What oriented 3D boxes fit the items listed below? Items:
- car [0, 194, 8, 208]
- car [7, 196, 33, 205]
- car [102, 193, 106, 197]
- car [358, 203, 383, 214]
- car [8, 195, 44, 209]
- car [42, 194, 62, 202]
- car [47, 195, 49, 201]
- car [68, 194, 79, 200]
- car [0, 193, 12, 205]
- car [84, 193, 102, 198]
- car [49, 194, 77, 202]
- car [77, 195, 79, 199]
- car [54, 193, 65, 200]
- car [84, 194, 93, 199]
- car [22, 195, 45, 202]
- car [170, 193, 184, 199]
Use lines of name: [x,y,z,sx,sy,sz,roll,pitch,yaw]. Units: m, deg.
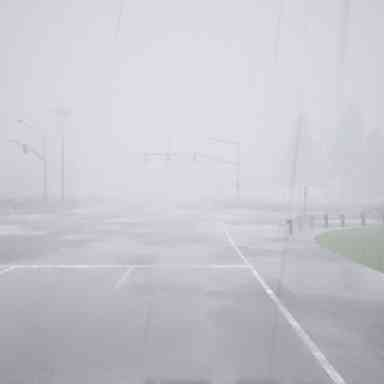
car: [-24.659,1.376,44.043,2.033,1.411,5.357,0,0,0]
car: [-28.127,1.346,54.603,1.994,1.385,4.181,0,0,2]
car: [-24.536,1.100,90.980,1.882,1.535,5.008,0,0,-18]
car: [17.374,1.386,29.274,4.902,1.511,2.128,0,0,8]
car: [-21.154,1.360,42.721,1.812,1.442,4.674,0,0,0]
car: [-28.090,1.228,66.892,1.837,1.490,4.892,0,0,0]
car: [-24.650,1.386,53.984,1.895,1.301,4.718,0,0,0]
car: [-29.824,1.206,83.970,1.994,1.385,4.181,0,0,-10]
car: [-31.635,1.136,54.329,2.097,1.767,4.553,0,0,0]
car: [-21.122,1.070,69.887,2.097,1.767,4.553,0,0,0]
car: [-21.155,1.284,54.636,1.837,1.490,4.892,0,1,0]
car: [-24.588,1.282,66.714,1.994,1.385,4.181,0,0,0]
car: [-33.393,1.129,83.827,1.882,1.535,5.008,0,0,-14]
car: [-27.445,1.173,88.464,2.033,1.411,5.357,0,0,-14]
car: [-31.591,1.269,66.646,2.033,1.411,5.357,0,0,0]
car: [-3.891,0.959,95.132,2.097,1.767,4.553,0,0,-18]
